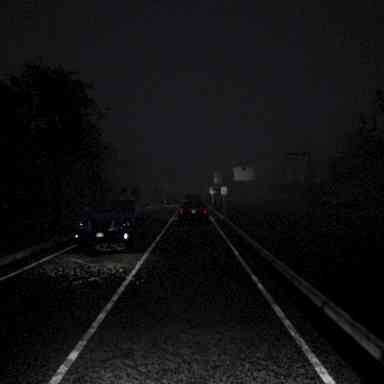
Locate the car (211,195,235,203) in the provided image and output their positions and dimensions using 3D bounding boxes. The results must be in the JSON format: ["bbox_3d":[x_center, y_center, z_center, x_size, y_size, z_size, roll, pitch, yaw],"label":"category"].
[{"bbox_3d":[6.268,1.429,67.597,4.553,1.767,2.185,0,-1,0],"label":"car"}]

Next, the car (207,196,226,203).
[{"bbox_3d":[6.108,1.801,82.774,4.553,1.767,2.185,0,-2,-1],"label":"car"}]

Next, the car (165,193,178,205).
[{"bbox_3d":[-3.340,1.163,56.371,2.150,2.045,5.566,0,0,0],"label":"car"}]

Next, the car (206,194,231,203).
[{"bbox_3d":[6.182,1.505,76.826,5.566,2.045,2.435,0,-1,-1],"label":"car"}]

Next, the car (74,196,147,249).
[{"bbox_3d":[-3.353,1.203,14.859,2.150,2.045,5.566,0,0,0],"label":"car"}]

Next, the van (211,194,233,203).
[{"bbox_3d":[6.328,1.389,70.636,4.442,1.987,1.878,0,-1,0],"label":"van"}]

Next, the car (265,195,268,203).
[{"bbox_3d":[18.675,1.592,69.586,5.366,1.575,1.946,0,-1,0],"label":"car"}]

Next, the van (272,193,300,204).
[{"bbox_3d":[18.417,1.278,64.133,4.442,1.987,1.878,0,-1,0],"label":"van"}]

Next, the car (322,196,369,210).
[{"bbox_3d":[18.747,1.269,40.167,4.553,1.767,2.185,0,0,0],"label":"car"}]

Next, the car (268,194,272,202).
[{"bbox_3d":[18.696,1.544,66.926,5.366,1.575,1.946,0,-1,0],"label":"car"}]

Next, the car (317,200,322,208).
[{"bbox_3d":[18.676,1.432,43.337,4.674,1.452,2.002,0,0,0],"label":"car"}]

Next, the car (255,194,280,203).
[{"bbox_3d":[18.343,1.620,80.766,5.566,2.045,2.435,0,-2,-1],"label":"car"}]

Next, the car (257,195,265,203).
[{"bbox_3d":[18.413,1.468,75.306,5.566,2.045,2.435,0,-2,-1],"label":"car"}]

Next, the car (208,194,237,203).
[{"bbox_3d":[6.076,1.506,64.676,5.366,1.575,1.946,0,-1,0],"label":"car"}]

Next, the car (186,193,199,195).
[{"bbox_3d":[0.085,1.170,40.894,2.150,2.045,5.566,0,0,0],"label":"car"}]

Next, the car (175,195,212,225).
[{"bbox_3d":[0.095,1.324,23.939,2.097,1.767,4.553,0,0,0],"label":"car"}]
